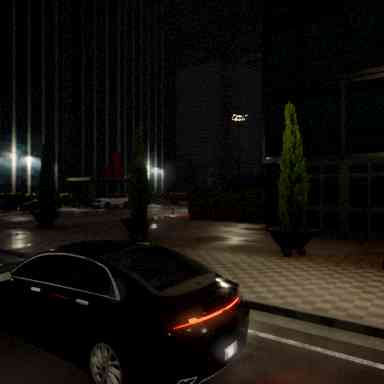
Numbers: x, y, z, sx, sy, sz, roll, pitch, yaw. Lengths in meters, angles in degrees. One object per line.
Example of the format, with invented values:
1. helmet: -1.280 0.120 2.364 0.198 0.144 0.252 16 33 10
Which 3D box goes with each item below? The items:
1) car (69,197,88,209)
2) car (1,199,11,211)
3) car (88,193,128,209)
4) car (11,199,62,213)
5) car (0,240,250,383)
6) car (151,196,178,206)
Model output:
1. car: -14.844 1.506 46.797 1.837 1.490 4.892 0 0 35
2. car: -21.052 1.547 37.962 2.033 1.411 5.357 0 0 35
3. car: -11.036 1.220 46.127 2.150 2.045 5.566 0 0 35
4. car: -17.104 1.491 37.498 2.128 1.511 4.902 0 0 35
5. car: -1.536 1.505 5.101 4.892 1.490 1.837 0 0 36
6. car: -4.225 1.562 55.782 1.994 1.385 4.181 0 0 35
